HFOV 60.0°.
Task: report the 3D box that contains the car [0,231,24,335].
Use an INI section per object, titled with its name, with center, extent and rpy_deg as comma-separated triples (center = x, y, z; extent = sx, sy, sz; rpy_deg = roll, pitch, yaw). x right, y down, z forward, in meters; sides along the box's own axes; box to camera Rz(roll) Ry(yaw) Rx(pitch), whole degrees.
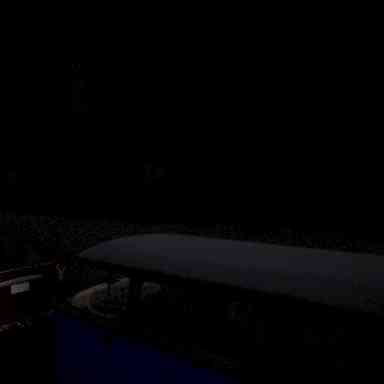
[car]
center = -4.075, 1.415, 5.981
extent = 4.097, 1.590, 1.967
rpy_deg = 0, 1, 36

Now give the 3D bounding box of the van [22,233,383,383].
[van]
center = 0.523, 1.337, 2.699
extent = 3.998, 1.788, 1.690
rpy_deg = 0, 1, 36
